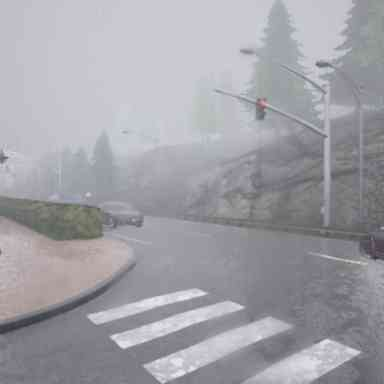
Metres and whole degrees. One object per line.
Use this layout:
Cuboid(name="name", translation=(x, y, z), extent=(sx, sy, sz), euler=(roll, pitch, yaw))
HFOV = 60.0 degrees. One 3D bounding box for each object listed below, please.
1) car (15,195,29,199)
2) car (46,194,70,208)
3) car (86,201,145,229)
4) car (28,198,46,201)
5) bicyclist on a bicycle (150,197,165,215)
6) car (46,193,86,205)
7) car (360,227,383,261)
Cuboid(name="car", translation=(-25.102, 1.200, 49.182), extent=(2.097, 1.767, 4.553), euler=(0, 0, -35))
Cuboid(name="car", translation=(-18.902, 1.205, 46.716), extent=(2.097, 1.767, 4.553), euler=(0, 0, -35))
Cuboid(name="car", translation=(-4.619, 1.353, 20.347), extent=(1.837, 1.490, 4.892), euler=(0, 0, -35))
Cuboid(name="car", translation=(-16.501, 1.413, 37.007), extent=(1.994, 1.385, 4.181), euler=(0, 0, -35))
Cuboid(name="bicyclist on a bicycle", translation=(-3.172, 1.292, 30.524), extent=(1.656, 1.620, 0.582), euler=(-1, 1, -36))
Cuboid(name="car", translation=(-10.618, 1.072, 28.744), extent=(2.150, 2.045, 5.566), euler=(0, 0, -36))
Cuboid(name="car", translation=(6.390, 1.446, 9.183), extent=(1.994, 1.385, 4.181), euler=(0, 0, 4))
